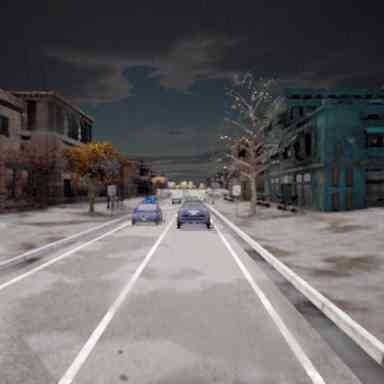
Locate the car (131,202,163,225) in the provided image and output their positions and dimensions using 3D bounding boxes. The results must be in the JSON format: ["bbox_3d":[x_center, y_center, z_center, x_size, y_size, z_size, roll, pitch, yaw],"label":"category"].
[{"bbox_3d":[-3.101,1.494,23.770,1.812,1.442,4.674,0,0,0],"label":"car"}]

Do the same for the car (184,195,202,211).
[{"bbox_3d":[0.094,1.295,39.881,2.097,1.767,4.553,0,0,0],"label":"car"}]

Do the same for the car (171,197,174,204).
[{"bbox_3d":[-3.020,1.647,65.188,2.128,1.511,4.902,0,0,0],"label":"car"}]

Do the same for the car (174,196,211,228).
[{"bbox_3d":[0.097,1.323,22.203,2.097,1.767,4.553,0,0,0],"label":"car"}]
